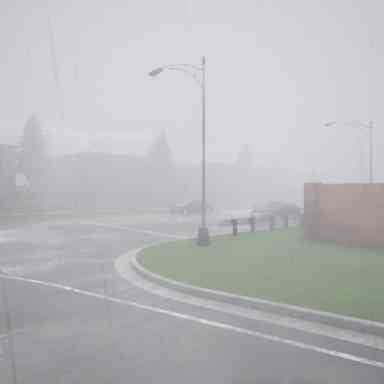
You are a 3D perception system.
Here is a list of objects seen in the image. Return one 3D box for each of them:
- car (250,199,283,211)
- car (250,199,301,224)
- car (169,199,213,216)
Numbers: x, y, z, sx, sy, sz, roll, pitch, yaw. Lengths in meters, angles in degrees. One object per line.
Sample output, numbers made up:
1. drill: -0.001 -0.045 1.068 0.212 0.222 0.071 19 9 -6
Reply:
1. car: 9.420 1.564 41.932 4.181 1.385 1.994 0 0 -43
2. car: 6.324 1.491 24.860 4.902 1.511 2.128 0 0 -42
3. car: -0.054 1.478 33.258 5.008 1.535 1.882 0 0 -42
